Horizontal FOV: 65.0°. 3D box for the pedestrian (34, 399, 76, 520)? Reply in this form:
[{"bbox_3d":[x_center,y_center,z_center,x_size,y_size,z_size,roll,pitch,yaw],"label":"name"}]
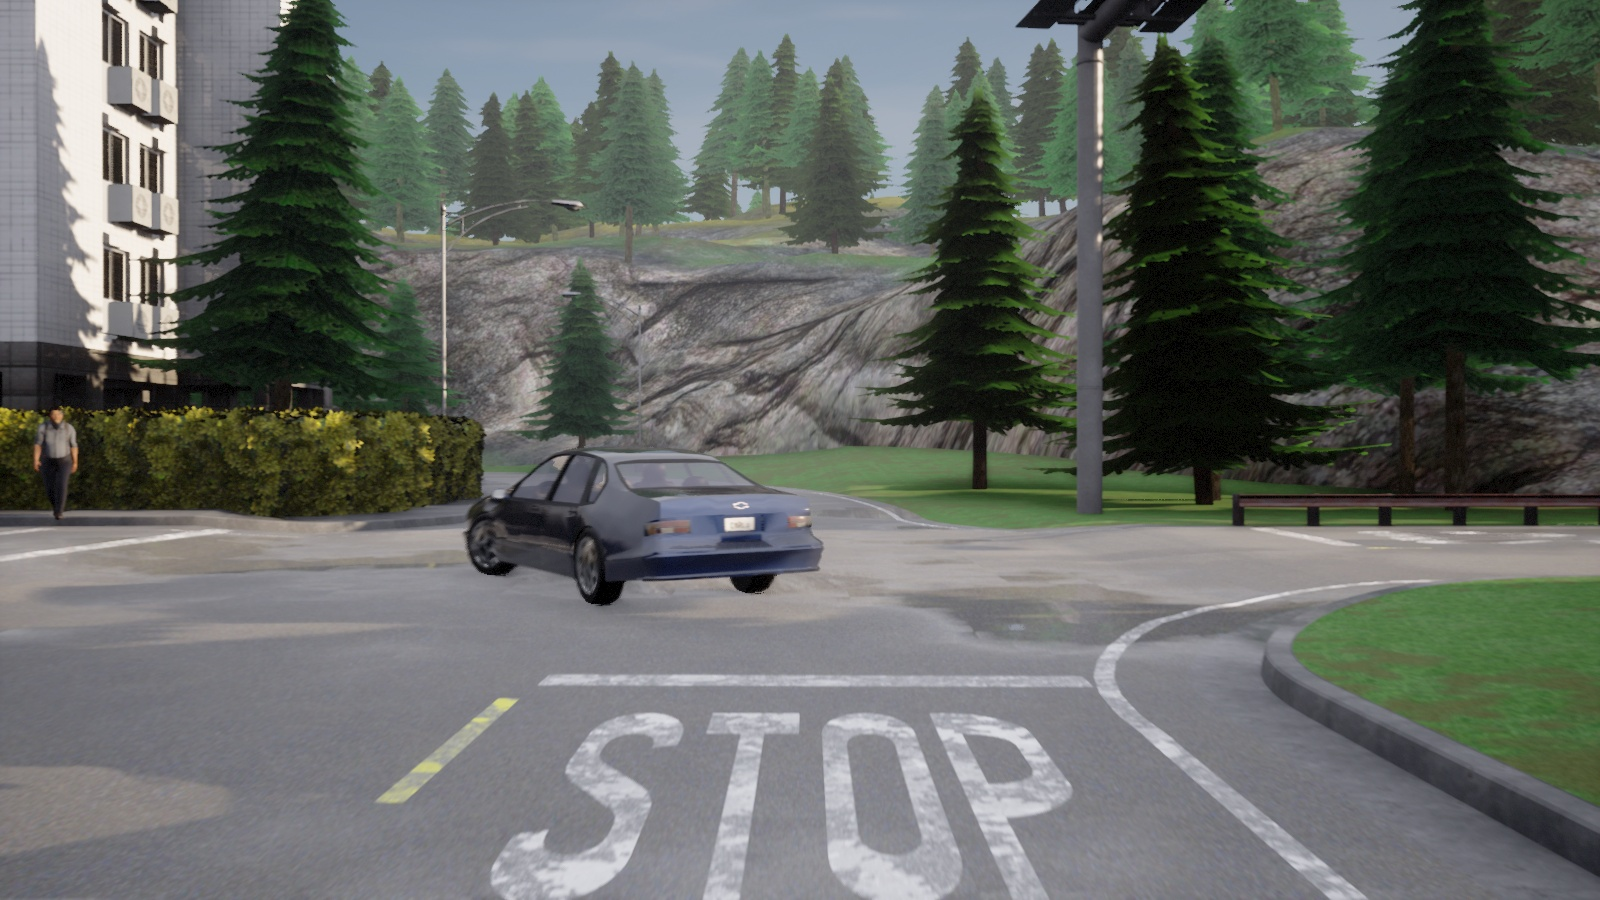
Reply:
[{"bbox_3d":[-11.605,0.139,19.578,0.540,1.848,0.694,0,0,-28],"label":"pedestrian"}]

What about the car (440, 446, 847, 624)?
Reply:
[{"bbox_3d":[-1.874,0.670,12.772,2.033,1.411,5.357,0,0,-32],"label":"car"}]
